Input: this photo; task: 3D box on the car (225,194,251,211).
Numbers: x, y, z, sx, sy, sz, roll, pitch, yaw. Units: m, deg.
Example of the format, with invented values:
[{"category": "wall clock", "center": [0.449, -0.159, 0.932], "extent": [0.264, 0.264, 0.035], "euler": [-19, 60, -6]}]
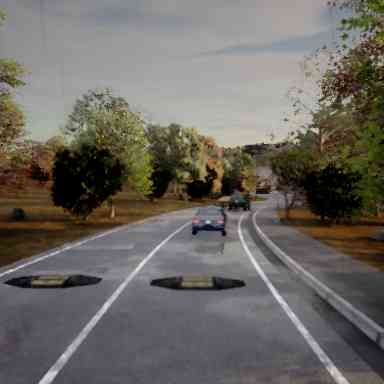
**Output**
[{"category": "car", "center": [6.148, 1.235, 42.467], "extent": [2.150, 2.045, 5.566], "euler": [1, 0, 17]}]

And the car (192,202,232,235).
[{"category": "car", "center": [1.101, 1.530, 18.839], "extent": [2.033, 1.411, 5.357], "euler": [1, 0, 7]}]

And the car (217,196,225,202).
[{"category": "car", "center": [5.224, 1.412, 51.089], "extent": [1.882, 1.535, 5.008], "euler": [2, 0, 21]}]
